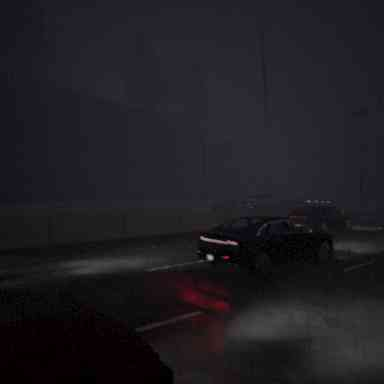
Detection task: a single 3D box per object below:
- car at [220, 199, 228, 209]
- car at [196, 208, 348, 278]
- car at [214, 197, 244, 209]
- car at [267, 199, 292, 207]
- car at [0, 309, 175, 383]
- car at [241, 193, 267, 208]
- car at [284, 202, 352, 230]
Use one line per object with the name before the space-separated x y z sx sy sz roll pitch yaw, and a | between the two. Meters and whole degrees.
car | 3.957 1.499 39.772 4.181 1.385 1.994 0 0 -45
car | 2.381 1.470 10.106 4.902 1.511 2.128 0 0 -38
car | 5.109 1.487 45.967 1.994 1.385 4.181 0 0 43
car | 10.884 1.458 36.773 2.033 1.411 5.357 0 0 44
car | -2.394 1.609 2.085 4.718 1.301 1.895 0 0 -36
car | 7.408 1.145 38.245 2.150 2.045 5.566 0 0 45
car | 7.195 1.454 18.628 4.892 1.490 1.837 0 0 -41
